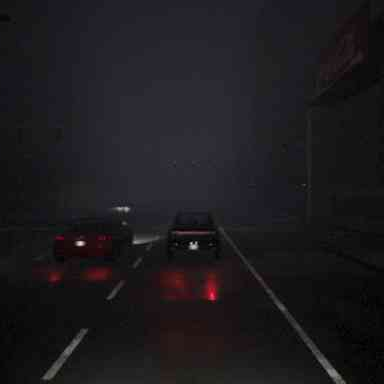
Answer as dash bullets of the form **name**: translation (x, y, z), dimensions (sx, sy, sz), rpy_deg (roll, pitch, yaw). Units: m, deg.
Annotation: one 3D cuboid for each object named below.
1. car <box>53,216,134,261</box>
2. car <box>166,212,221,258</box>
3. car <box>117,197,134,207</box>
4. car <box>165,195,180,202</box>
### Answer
- **car**: translation (-3.438, 1.576, 12.292), dimensions (1.994, 1.385, 4.181), rpy_deg (0, 0, 0)
- **car**: translation (0.065, 1.505, 12.810), dimensions (2.128, 1.511, 4.902), rpy_deg (0, 0, 0)
- **car**: translation (-10.551, 1.549, 52.973), dimensions (2.128, 1.511, 4.902), rpy_deg (0, 0, 0)
- **car**: translation (-4.564, 1.409, 76.477), dimensions (2.097, 1.767, 4.553), rpy_deg (0, 0, -27)
